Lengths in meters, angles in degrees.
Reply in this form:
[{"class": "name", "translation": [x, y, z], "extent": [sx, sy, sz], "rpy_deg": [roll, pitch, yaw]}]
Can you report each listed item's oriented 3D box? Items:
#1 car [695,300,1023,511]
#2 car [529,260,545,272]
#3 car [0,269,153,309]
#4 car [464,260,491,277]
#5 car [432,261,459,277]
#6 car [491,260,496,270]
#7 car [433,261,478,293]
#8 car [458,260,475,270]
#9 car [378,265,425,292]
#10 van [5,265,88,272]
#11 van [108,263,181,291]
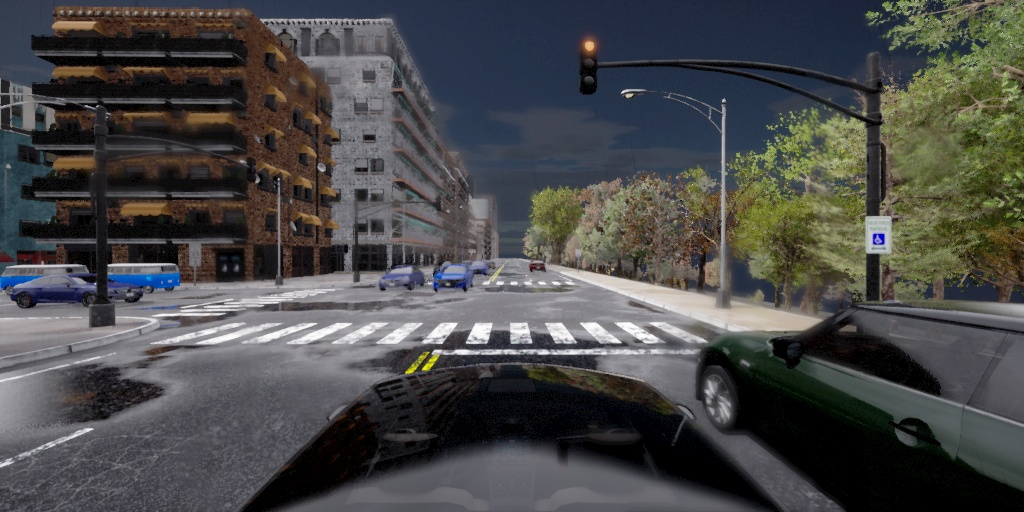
[{"class": "car", "translation": [3.347, 1.102, 2.651], "extent": [2.097, 1.767, 4.553], "rpy_deg": [0, 0, 0]}, {"class": "car", "translation": [3.209, 1.236, 46.330], "extent": [1.882, 1.535, 5.008], "rpy_deg": [0, 0, 0]}, {"class": "car", "translation": [-19.573, 1.517, 16.199], "extent": [4.674, 1.442, 1.812], "rpy_deg": [-1, 0, 0]}, {"class": "car", "translation": [-3.460, 1.231, 36.585], "extent": [1.882, 1.535, 5.008], "rpy_deg": [0, 0, 0]}, {"class": "car", "translation": [-6.710, 1.258, 36.426], "extent": [1.837, 1.490, 4.892], "rpy_deg": [0, 0, 0]}, {"class": "car", "translation": [-3.506, 1.327, 53.930], "extent": [1.994, 1.385, 4.181], "rpy_deg": [0, 0, 0]}, {"class": "car", "translation": [-3.419, 1.257, 21.617], "extent": [1.882, 1.535, 5.008], "rpy_deg": [0, 0, 0]}, {"class": "car", "translation": [-6.757, 1.327, 53.966], "extent": [1.994, 1.385, 4.181], "rpy_deg": [0, 0, 0]}, {"class": "car", "translation": [-6.673, 1.323, 22.224], "extent": [1.812, 1.442, 4.674], "rpy_deg": [-1, 0, 0]}, {"class": "van", "translation": [-28.384, 1.425, 21.851], "extent": [3.998, 1.789, 1.690], "rpy_deg": [0, 0, -1]}, {"class": "van", "translation": [-22.783, 1.351, 21.946], "extent": [3.998, 1.789, 1.690], "rpy_deg": [0, 0, -1]}]
